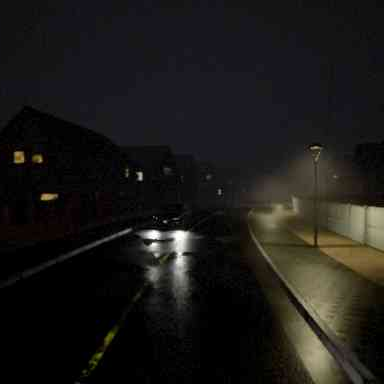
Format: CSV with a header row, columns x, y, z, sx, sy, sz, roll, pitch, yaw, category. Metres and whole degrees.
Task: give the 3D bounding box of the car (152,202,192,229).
x,y,z,sx,sy,sz,roll,pitch,yaw,category
-1.163,1.425,21.199,1.837,1.490,4.892,0,0,9,car
